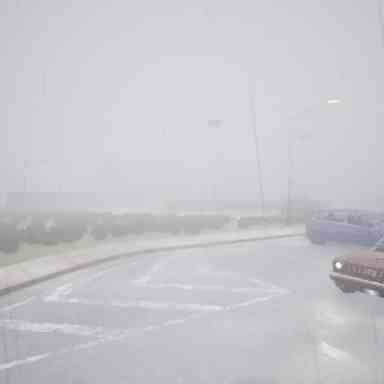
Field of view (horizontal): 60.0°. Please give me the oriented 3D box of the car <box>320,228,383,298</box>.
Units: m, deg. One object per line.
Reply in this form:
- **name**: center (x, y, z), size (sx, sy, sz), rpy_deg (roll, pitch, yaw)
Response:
- **car**: center (5.302, 1.664, 7.797), size (4.718, 1.301, 1.895), rpy_deg (0, 0, -36)

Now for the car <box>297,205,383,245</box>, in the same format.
- **car**: center (7.242, 1.584, 14.255), size (2.242, 1.667, 4.611), rpy_deg (0, 0, -35)

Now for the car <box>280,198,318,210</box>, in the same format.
- **car**: center (11.014, 1.525, 33.174), size (1.932, 1.855, 4.605), rpy_deg (0, 0, -35)
